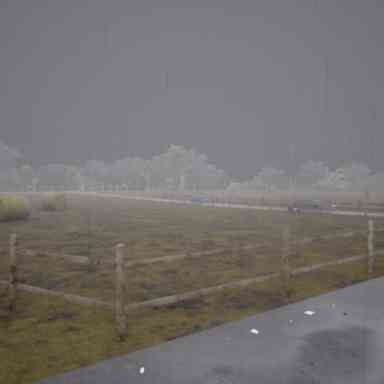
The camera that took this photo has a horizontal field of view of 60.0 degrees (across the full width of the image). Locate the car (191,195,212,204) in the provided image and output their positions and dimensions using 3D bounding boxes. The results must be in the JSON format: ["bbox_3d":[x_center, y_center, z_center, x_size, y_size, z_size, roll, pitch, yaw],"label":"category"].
[{"bbox_3d":[1.624,1.274,55.182,1.812,1.442,4.674,1,0,-35],"label":"car"}]

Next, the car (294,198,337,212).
[{"bbox_3d":[13.978,1.479,37.882,2.128,1.511,4.902,1,-1,-36],"label":"car"}]
